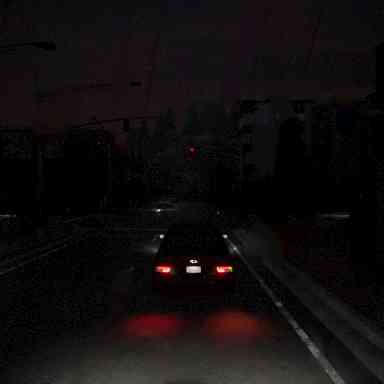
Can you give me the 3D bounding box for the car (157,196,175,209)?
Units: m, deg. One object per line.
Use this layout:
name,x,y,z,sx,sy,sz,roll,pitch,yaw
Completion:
car,-3.708,1.526,46.051,1.812,1.442,4.674,0,0,0

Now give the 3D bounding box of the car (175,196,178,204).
car,-3.682,1.525,64.185,1.812,1.442,4.674,0,0,0

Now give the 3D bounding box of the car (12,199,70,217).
car,-12.834,1.348,28.350,4.674,1.442,1.812,0,1,-3

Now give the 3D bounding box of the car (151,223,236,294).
car,0.039,1.547,8.939,2.033,1.411,5.357,0,0,0
